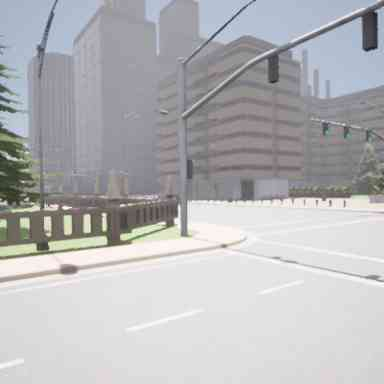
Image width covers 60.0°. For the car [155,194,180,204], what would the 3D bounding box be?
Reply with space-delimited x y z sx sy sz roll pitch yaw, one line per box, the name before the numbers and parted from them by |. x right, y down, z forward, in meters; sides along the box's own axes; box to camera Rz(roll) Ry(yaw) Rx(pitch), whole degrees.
car | -3.584 0.999 48.640 1.882 1.535 5.008 -1 1 -35
